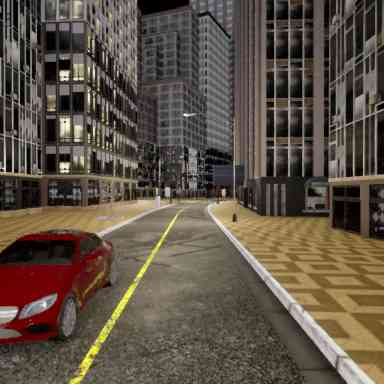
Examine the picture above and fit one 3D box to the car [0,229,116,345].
[{"bbox_3d":[-2.765,1.525,6.603,1.812,1.442,4.674,0,0,0],"label":"car"}]
